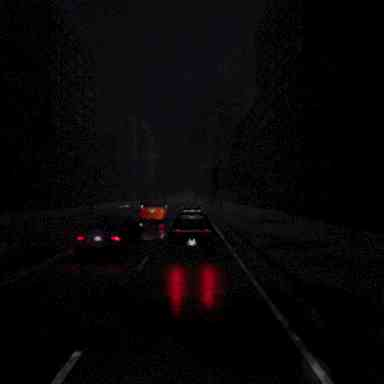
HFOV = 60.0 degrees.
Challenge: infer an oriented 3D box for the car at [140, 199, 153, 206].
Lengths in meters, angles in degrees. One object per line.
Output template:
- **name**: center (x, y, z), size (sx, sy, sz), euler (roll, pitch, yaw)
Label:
- **car**: center (-9.740, 2.135, 70.969), size (2.033, 1.411, 5.357), euler (0, -1, 0)

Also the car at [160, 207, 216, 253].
- **car**: center (0.006, 1.627, 14.279), size (2.128, 1.511, 4.902), euler (0, 0, 0)

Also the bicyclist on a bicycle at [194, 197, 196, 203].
- **bicyclist on a bicycle**: center (0.907, 2.259, 89.655), size (0.582, 1.620, 1.656), euler (0, -1, 0)

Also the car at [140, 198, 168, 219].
- **car**: center (-3.243, 1.608, 29.055), size (2.097, 1.767, 4.553), euler (0, -1, 0)

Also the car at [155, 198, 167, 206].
- **car**: center (-6.490, 2.120, 70.969), size (2.128, 1.511, 4.902), euler (0, -1, 0)

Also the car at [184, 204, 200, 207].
- **car**: center (0.008, 1.753, 29.281), size (2.128, 1.511, 4.902), euler (0, 0, 0)

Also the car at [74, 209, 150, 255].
- **car**: center (-3.246, 1.679, 13.975), size (2.033, 1.411, 5.357), euler (0, 0, 0)
